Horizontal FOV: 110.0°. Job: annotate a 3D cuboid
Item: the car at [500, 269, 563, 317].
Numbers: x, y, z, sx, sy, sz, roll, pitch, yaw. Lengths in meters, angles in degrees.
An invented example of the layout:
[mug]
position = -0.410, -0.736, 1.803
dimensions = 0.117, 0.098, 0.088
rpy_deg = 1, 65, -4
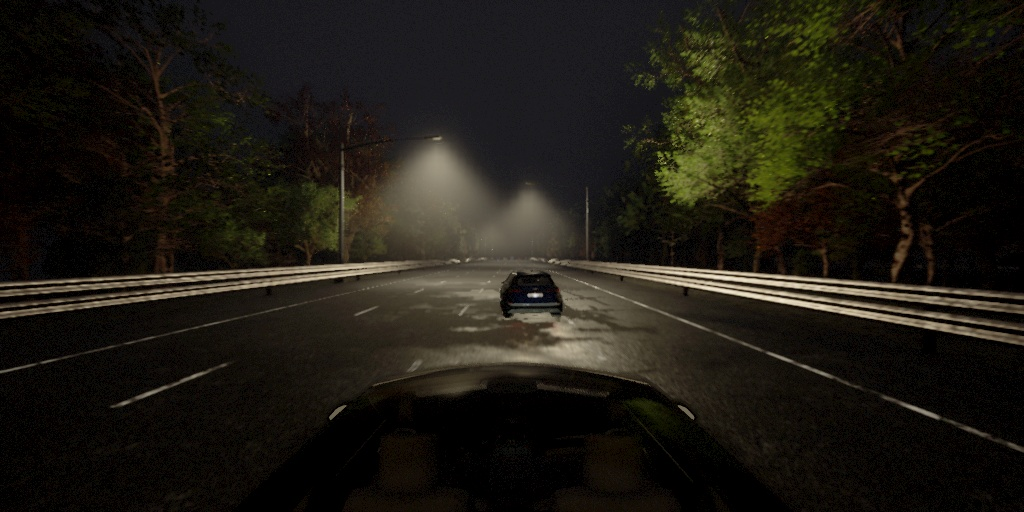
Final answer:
[car]
position = 0.592, 1.289, 13.196
dimensions = 2.033, 1.649, 4.856
rpy_deg = 0, -1, -3
